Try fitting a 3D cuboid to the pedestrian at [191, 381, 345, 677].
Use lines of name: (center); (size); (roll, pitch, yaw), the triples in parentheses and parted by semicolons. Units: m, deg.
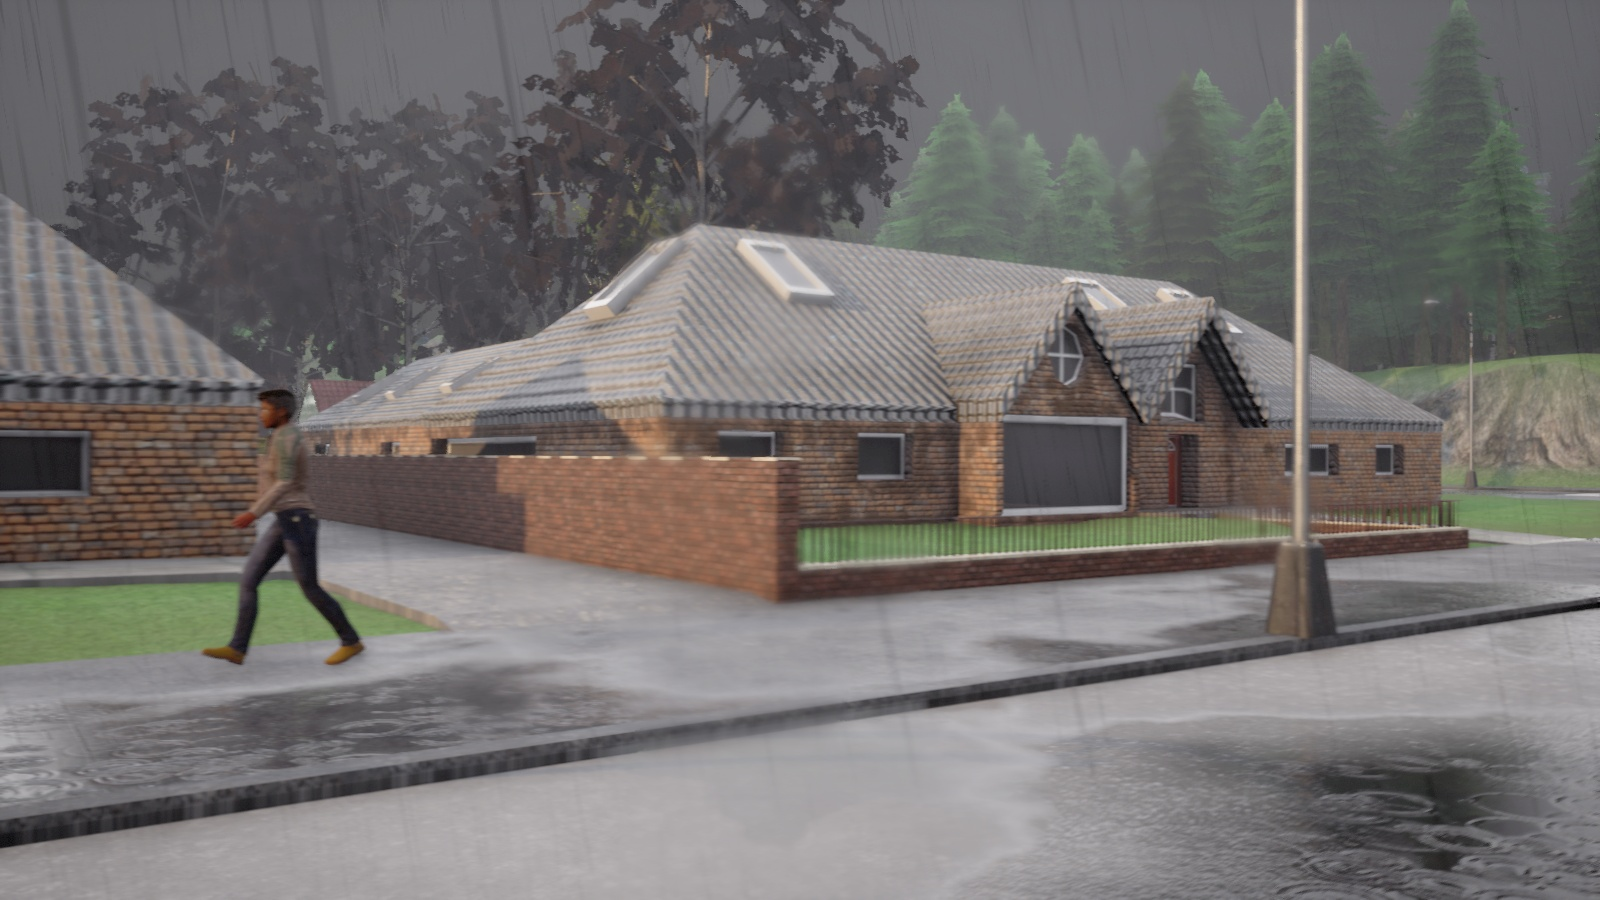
pedestrian: (-3.385, 0.481, 7.997); (0.869, 1.805, 0.328); (0, 0, -29)
